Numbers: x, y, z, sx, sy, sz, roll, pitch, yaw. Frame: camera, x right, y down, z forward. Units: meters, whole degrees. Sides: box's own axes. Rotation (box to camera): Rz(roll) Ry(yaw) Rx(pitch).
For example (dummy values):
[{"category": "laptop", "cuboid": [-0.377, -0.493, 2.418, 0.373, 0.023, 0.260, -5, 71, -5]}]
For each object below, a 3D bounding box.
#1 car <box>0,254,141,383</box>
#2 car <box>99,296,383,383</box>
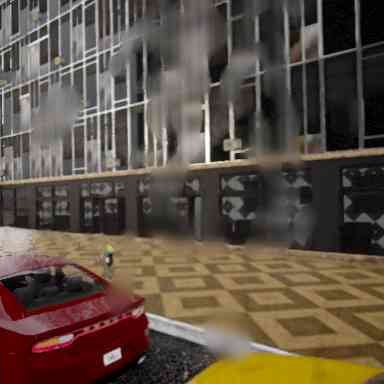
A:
[{"category": "car", "cuboid": [-2.635, 1.573, 4.728, 4.507, 1.381, 1.887, 0, -1, 35]}, {"category": "car", "cuboid": [1.867, 1.521, 1.520, 4.829, 1.417, 1.752, 0, -1, 35]}]
